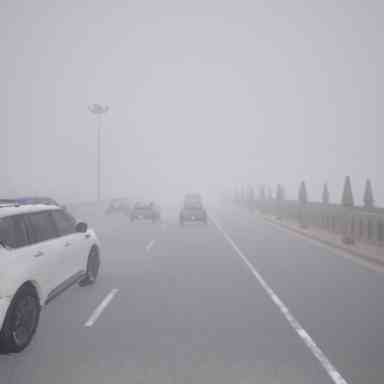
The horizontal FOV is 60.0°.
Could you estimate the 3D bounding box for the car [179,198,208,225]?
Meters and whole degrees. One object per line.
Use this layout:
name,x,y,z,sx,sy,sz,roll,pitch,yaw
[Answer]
car,0.099,1.450,23.435,2.128,1.511,4.902,0,0,0

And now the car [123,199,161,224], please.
car,-3.399,1.450,24.734,2.128,1.511,4.902,0,0,0

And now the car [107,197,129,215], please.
car,-6.898,1.297,32.568,2.097,1.767,4.553,0,0,0

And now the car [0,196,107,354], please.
car,-3.412,1.211,6.215,2.150,2.045,5.566,0,0,0

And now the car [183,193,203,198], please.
car,0.102,1.155,40.435,2.150,2.045,5.566,0,0,0
